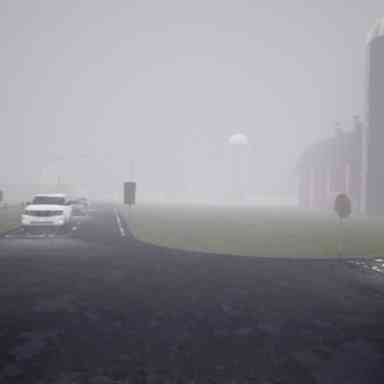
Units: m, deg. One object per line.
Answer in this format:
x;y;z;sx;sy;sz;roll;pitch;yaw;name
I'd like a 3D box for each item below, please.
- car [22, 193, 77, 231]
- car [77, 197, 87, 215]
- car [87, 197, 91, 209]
-8.561;1.118;20.155;2.150;2.045;5.566;2;0;-15;car
-11.534;1.428;32.068;1.812;1.442;4.674;2;0;-14;car
-14.562;1.425;44.366;1.837;1.490;4.892;2;-1;-14;car
